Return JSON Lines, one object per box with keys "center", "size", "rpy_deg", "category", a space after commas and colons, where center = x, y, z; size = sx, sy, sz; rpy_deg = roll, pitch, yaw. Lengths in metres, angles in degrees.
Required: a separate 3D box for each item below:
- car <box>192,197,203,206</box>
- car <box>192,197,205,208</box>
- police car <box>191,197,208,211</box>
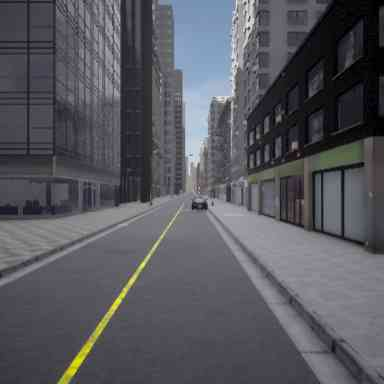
{"center": [0.900, 1.553, 56.570], "size": [1.812, 1.442, 4.674], "rpy_deg": [0, 0, 0], "category": "car"}
{"center": [0.900, 1.555, 50.570], "size": [1.837, 1.490, 4.892], "rpy_deg": [0, 0, 0], "category": "car"}
{"center": [0.900, 1.437, 40.680], "size": [1.930, 1.638, 5.238], "rpy_deg": [0, 0, 0], "category": "police car"}
